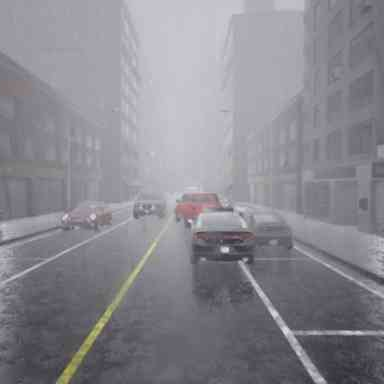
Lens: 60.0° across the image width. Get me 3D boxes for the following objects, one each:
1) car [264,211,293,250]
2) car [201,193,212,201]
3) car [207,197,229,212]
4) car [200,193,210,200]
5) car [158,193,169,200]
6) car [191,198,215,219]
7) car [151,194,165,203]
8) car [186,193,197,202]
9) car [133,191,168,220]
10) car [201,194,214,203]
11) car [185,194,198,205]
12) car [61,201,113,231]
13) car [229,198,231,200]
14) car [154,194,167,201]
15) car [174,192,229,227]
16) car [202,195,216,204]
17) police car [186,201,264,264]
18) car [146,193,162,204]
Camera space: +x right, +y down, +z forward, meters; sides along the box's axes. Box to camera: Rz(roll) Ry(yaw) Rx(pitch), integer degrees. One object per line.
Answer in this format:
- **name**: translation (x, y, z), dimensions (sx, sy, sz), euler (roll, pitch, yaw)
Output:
- **car**: translation (2.728, 1.430, 13.296), dimensions (2.008, 1.369, 4.403), euler (-1, 1, 0)
- **car**: translation (2.639, 1.006, 62.841), dimensions (1.887, 1.381, 4.507), euler (-1, 0, 0)
- **car**: translation (2.688, 1.233, 35.316), dimensions (1.887, 1.381, 4.507), euler (-1, 0, 0)
- **car**: translation (2.629, 0.962, 68.346), dimensions (1.887, 1.381, 4.507), euler (-1, 0, 0)
- **car**: translation (-5.896, 0.962, 68.331), dimensions (1.887, 1.381, 4.507), euler (-1, 0, 0)
- **car**: translation (0.850, 1.282, 27.395), dimensions (1.812, 1.442, 4.674), euler (0, 0, 0)
- **car**: translation (-5.876, 1.072, 57.321), dimensions (1.947, 1.339, 4.313), euler (-1, 0, 0)
- **car**: translation (-0.112, 0.944, 62.230), dimensions (1.882, 1.535, 5.008), euler (0, 0, 0)
- **car**: translation (-3.145, 0.989, 25.913), dimensions (2.150, 2.045, 5.566), euler (0, 1, 0)
- **car**: translation (2.648, 1.051, 57.336), dimensions (1.887, 1.381, 4.507), euler (-1, 0, 0)
- **car**: translation (-0.079, 1.082, 48.434), dimensions (1.837, 1.490, 4.892), euler (0, 0, 0)
- **car**: translation (-5.808, 1.271, 18.785), dimensions (1.967, 1.590, 4.097), euler (-1, 1, 0)
- **car**: translation (2.696, 1.176, 29.811), dimensions (1.967, 1.590, 4.097), euler (-1, 0, 0)
- **car**: translation (-5.886, 1.012, 62.826), dimensions (2.008, 1.369, 4.403), euler (-1, 0, 0)
- **car**: translation (0.296, 1.021, 21.181), dimensions (2.150, 2.045, 5.566), euler (-1, 0, -12)
- **car**: translation (2.659, 1.117, 51.831), dimensions (1.947, 1.339, 4.313), euler (-1, 0, 0)
- **police car**: translation (0.878, 1.320, 11.503), dimensions (1.930, 1.638, 5.238), euler (0, 1, 0)
- **car**: translation (-5.868, 0.991, 51.815), dimensions (1.967, 1.590, 4.097), euler (-1, 0, 0)
